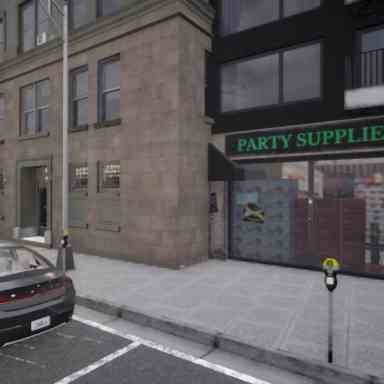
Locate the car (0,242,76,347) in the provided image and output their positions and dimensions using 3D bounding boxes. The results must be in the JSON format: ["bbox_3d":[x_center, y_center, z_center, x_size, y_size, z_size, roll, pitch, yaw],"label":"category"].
[{"bbox_3d":[-3.838,1.550,5.779,4.403,1.369,2.008,0,0,35],"label":"car"}]
